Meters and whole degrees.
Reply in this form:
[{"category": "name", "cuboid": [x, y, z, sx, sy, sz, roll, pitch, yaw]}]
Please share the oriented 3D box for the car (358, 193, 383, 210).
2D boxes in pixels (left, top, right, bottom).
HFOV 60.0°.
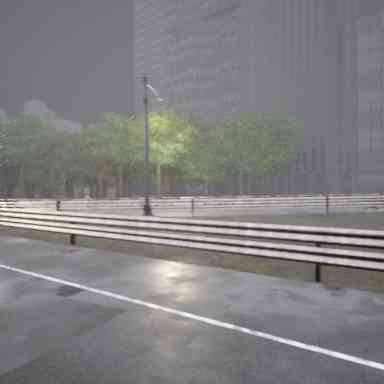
[{"category": "car", "cuboid": [17.976, 0.847, 30.983, 4.892, 1.490, 1.837, -1, 0, -6]}]
